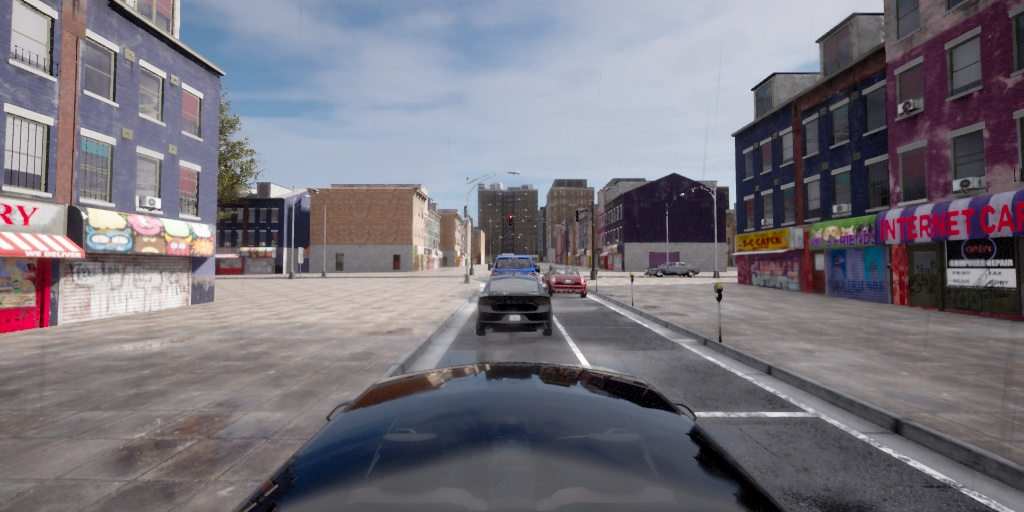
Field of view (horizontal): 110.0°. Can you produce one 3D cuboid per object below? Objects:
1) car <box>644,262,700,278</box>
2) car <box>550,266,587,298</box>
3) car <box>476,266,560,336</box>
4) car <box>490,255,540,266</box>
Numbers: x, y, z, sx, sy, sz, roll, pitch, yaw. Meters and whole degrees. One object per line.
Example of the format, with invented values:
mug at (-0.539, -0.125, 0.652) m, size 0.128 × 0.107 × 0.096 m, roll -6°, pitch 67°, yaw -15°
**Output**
car at (14.948, 1.319, 33.599) m, size 4.902 × 1.511 × 2.128 m, roll 0°, pitch -2°, yaw 0°
car at (2.615, 1.213, 18.755) m, size 1.967 × 1.591 × 4.097 m, roll 0°, pitch 0°, yaw 0°
car at (0.036, 1.236, 10.506) m, size 1.882 × 1.535 × 5.008 m, roll 0°, pitch 0°, yaw -1°
car at (0.068, 0.994, 18.067) m, size 2.150 × 2.045 × 5.566 m, roll 0°, pitch 0°, yaw 0°
